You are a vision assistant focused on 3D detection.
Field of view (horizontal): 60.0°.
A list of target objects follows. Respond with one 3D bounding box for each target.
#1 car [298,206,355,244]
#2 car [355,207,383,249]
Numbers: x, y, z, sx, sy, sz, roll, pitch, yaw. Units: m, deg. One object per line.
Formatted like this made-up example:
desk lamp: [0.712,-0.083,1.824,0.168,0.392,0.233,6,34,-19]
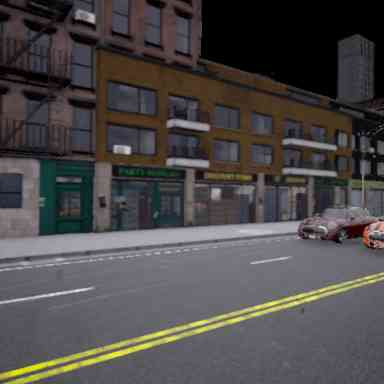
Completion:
car: [7.507,1.556,17.013,4.553,1.767,2.097,1,-1,-35]
car: [9.392,1.556,14.364,4.553,1.767,2.097,1,-1,-35]
